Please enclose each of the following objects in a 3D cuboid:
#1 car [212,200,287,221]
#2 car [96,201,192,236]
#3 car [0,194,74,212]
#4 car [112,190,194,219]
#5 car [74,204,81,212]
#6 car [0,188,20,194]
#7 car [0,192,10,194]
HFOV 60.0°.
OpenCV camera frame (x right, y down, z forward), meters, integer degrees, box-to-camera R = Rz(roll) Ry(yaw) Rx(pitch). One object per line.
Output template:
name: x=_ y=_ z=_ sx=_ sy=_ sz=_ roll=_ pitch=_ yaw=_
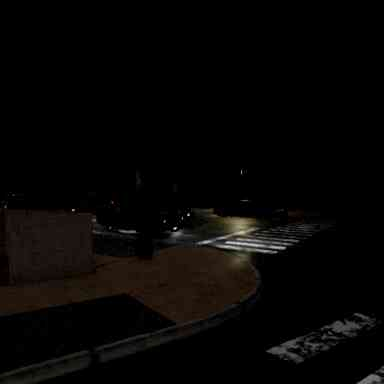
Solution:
car: x=4.180 y=1.265 z=24.502 sx=5.357 sy=1.411 sz=2.033 roll=1 pitch=1 yaw=33
car: x=-2.641 y=1.382 z=17.036 sx=4.718 sy=1.301 sz=1.895 roll=1 pitch=1 yaw=33
car: x=-10.445 y=1.131 z=21.933 sx=4.902 sy=1.511 sz=2.128 roll=1 pitch=1 yaw=31
car: x=-2.580 y=0.943 z=20.819 sx=5.566 sy=2.045 sz=2.150 roll=1 pitch=1 yaw=31
car: x=-10.571 y=1.142 z=25.809 sx=4.181 sy=1.385 sz=1.994 roll=1 pitch=1 yaw=30
car: x=-23.635 y=0.454 z=41.125 sx=5.566 sy=2.045 sz=2.150 roll=1 pitch=1 yaw=30
car: x=-19.649 y=0.921 z=31.225 sx=4.892 sy=1.490 sz=1.837 roll=1 pitch=1 yaw=30
